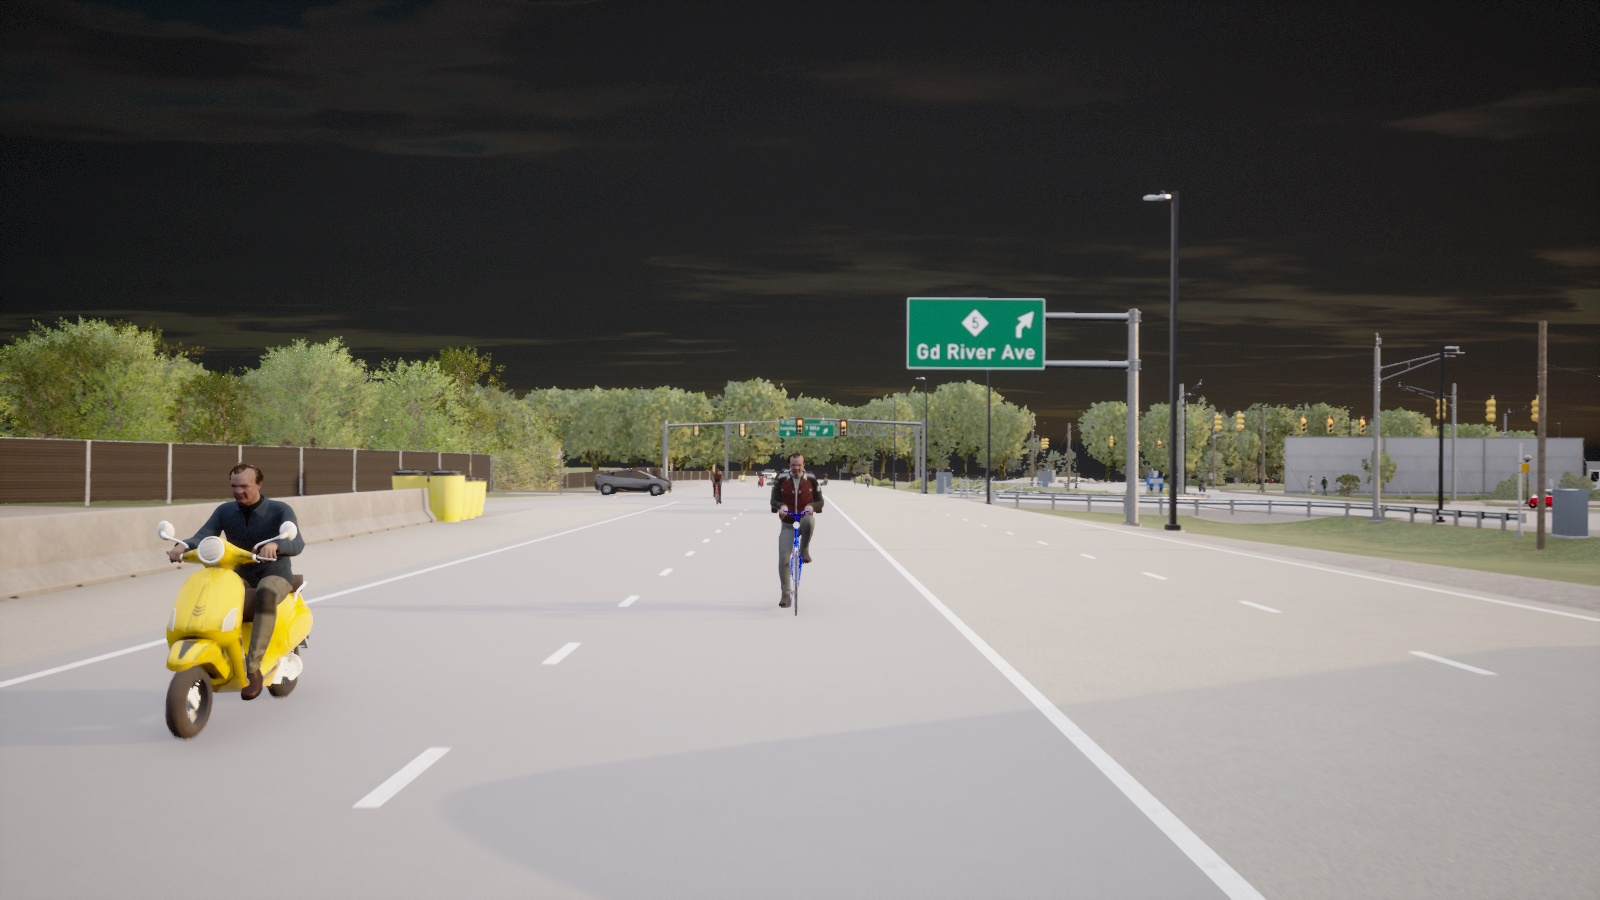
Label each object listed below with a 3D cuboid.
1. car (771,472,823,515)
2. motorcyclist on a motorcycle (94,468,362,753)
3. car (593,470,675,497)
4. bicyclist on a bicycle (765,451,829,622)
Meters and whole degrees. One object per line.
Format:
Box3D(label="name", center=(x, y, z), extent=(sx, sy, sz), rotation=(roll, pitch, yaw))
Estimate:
Box3D(label="car", center=(-0.108, 1.561, 46.620), extent=(1.837, 1.490, 4.892), rotation=(0, -1, 0))
Box3D(label="motorcyclist on a motorcycle", center=(-3.518, 0.912, 7.937), extent=(0.866, 1.590, 1.817), rotation=(0, -1, 0))
Box3D(label="car", center=(-9.643, 1.946, 73.345), extent=(4.514, 1.525, 2.007), rotation=(0, -1, 0))
Box3D(label="bicyclist on a bicycle", center=(-0.033, 0.912, 13.941), extent=(0.659, 1.776, 1.843), rotation=(0, -1, 0))
